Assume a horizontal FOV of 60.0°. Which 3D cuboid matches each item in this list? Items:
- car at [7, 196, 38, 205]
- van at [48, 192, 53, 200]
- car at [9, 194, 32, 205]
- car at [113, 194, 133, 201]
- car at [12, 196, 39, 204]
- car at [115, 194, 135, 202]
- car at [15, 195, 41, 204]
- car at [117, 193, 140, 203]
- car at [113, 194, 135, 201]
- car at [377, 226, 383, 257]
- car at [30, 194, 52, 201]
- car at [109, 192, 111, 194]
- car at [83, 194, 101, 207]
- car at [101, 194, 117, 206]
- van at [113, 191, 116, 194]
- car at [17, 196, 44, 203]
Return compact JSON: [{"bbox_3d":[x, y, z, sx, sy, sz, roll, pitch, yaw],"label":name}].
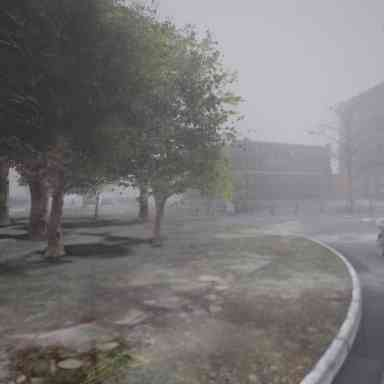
[{"bbox_3d":[-32.858,1.629,64.542,5.008,1.535,2.097,0,0,-16],"label":"car"},{"bbox_3d":[-37.996,1.241,83.148,4.442,1.987,1.878,0,1,-16],"label":"van"},{"bbox_3d":[-32.072,1.517,61.893,4.553,1.767,2.185,0,0,-16],"label":"car"},{"bbox_3d":[-17.453,1.381,84.212,4.892,1.521,2.231,0,1,-16],"label":"car"},{"bbox_3d":[-33.601,1.650,67.196,4.674,1.452,2.002,0,0,-16],"label":"car"},{"bbox_3d":[-15.920,1.309,78.868,4.553,1.767,2.185,0,1,-16],"label":"car"},{"bbox_3d":[-34.324,1.466,69.856,4.553,1.767,2.185,0,0,-16],"label":"car"},{"bbox_3d":[-12.237,1.553,65.590,4.792,1.488,2.163,0,0,-16],"label":"car"},{"bbox_3d":[-16.743,1.406,81.654,5.008,1.535,2.097,0,1,-16],"label":"car"},{"bbox_3d":[6.735,1.460,9.650,2.128,1.511,4.902,0,0,21],"label":"car"},{"bbox_3d":[-38.864,1.443,85.770,5.008,1.535,2.097,0,1,-16],"label":"car"},{"bbox_3d":[-18.186,1.101,86.889,5.566,2.045,2.435,0,1,-16],"label":"car"},{"bbox_3d":[-16.859,1.344,55.176,2.150,2.045,5.566,0,0,-19],"label":"car"},{"bbox_3d":[-15.094,1.639,59.252,2.033,1.411,5.357,0,0,-17],"label":"car"},{"bbox_3d":[-14.587,1.258,73.595,4.442,1.987,1.878,0,1,-16],"label":"van"},{"bbox_3d":[-35.112,1.571,72.505,4.892,1.521,2.231,0,1,-16],"label":"car"}]
